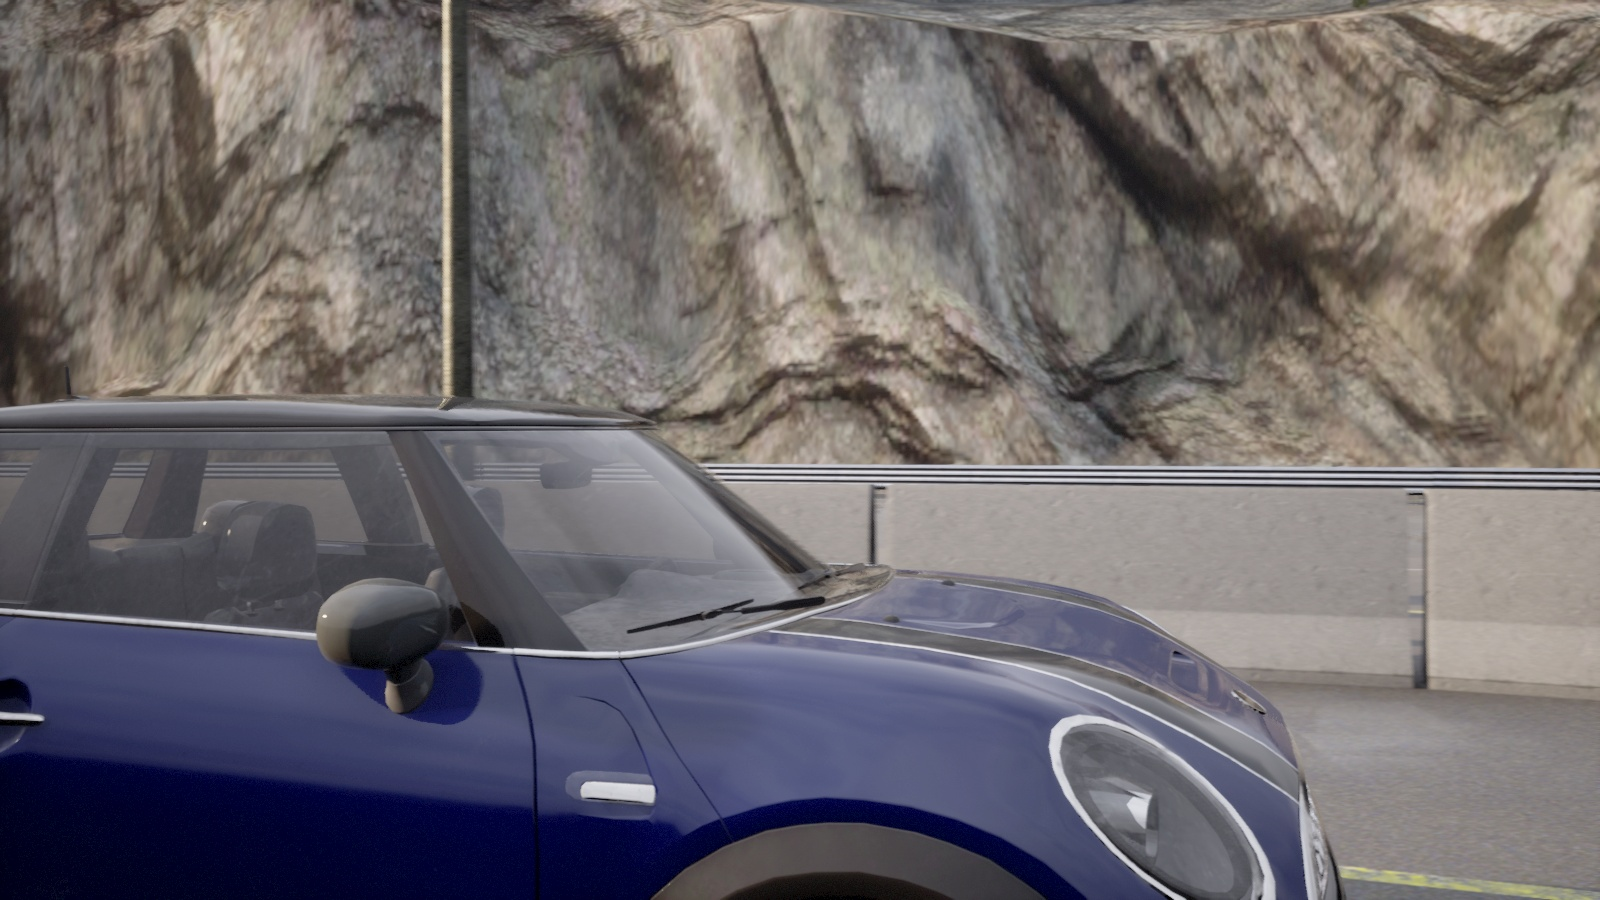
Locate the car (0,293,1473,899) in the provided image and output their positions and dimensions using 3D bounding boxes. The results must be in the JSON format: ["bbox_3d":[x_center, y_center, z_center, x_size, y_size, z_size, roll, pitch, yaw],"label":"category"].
[{"bbox_3d":[-0.900,0.624,3.491,4.553,1.767,2.097,1,1,17],"label":"car"}]
